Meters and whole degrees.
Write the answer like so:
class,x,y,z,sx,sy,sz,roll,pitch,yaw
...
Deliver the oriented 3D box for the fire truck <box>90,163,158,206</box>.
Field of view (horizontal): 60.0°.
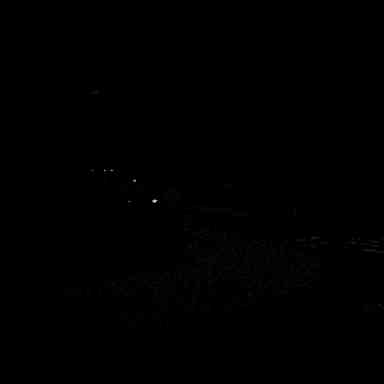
class,x,y,z,sx,sy,sz,roll,pitch,yaw
fire truck,-6.251,-0.617,29.408,2.891,3.827,8.468,0,3,-35
